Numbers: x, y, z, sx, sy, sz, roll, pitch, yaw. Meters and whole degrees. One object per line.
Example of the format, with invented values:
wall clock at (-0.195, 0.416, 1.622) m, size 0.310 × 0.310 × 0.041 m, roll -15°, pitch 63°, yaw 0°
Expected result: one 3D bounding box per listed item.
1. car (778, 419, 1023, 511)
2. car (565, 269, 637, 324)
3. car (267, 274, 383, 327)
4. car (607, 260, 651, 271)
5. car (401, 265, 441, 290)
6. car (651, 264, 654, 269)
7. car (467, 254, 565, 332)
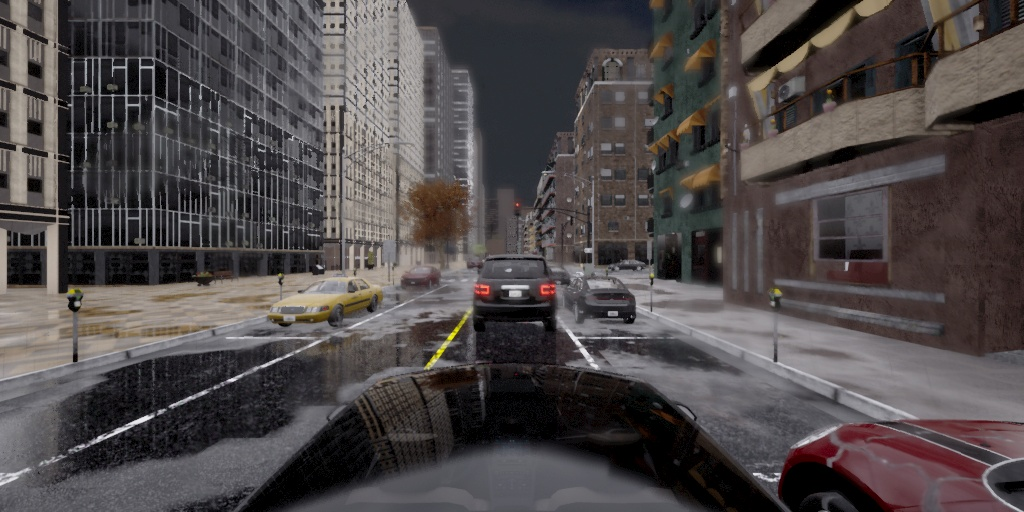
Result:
car at (2.687, 1.190, 0.675) m, size 1.967 × 1.591 × 4.097 m, roll 0°, pitch 0°, yaw 0°
car at (2.693, 1.301, 11.740) m, size 2.007 × 1.370 × 4.403 m, roll 0°, pitch 0°, yaw 0°
car at (-5.687, 1.276, 11.574) m, size 1.751 × 1.417 × 4.829 m, roll 0°, pitch 0°, yaw 0°
car at (13.452, 1.109, 42.217) m, size 4.403 × 1.370 × 2.007 m, roll 0°, pitch 0°, yaw -1°
car at (-5.683, 1.300, 22.810) m, size 1.888 × 1.381 × 4.507 m, roll 0°, pitch 0°, yaw 0°
car at (18.849, 1.006, 42.269) m, size 4.829 × 1.417 × 1.751 m, roll 0°, pitch 0°, yaw -1°
car at (0.094, 0.972, 11.018) m, size 2.150 × 2.045 × 5.566 m, roll 0°, pitch 0°, yaw 0°
